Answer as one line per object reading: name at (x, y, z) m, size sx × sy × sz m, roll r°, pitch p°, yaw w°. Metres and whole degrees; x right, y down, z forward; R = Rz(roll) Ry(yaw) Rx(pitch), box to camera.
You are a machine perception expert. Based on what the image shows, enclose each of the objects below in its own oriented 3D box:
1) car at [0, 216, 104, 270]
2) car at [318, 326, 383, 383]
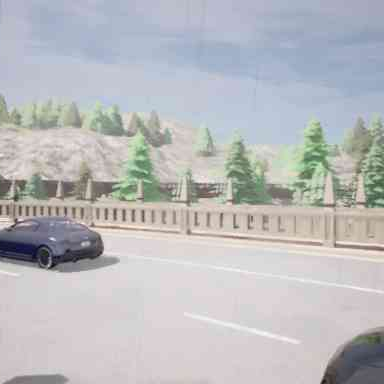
car at (-4.900, 1.499, 10.844) m, size 4.181 × 1.385 × 1.994 m, roll 0°, pitch 0°, yaw 29°
car at (3.159, 1.485, 1.546) m, size 4.902 × 1.511 × 2.128 m, roll 0°, pitch 0°, yaw 36°
